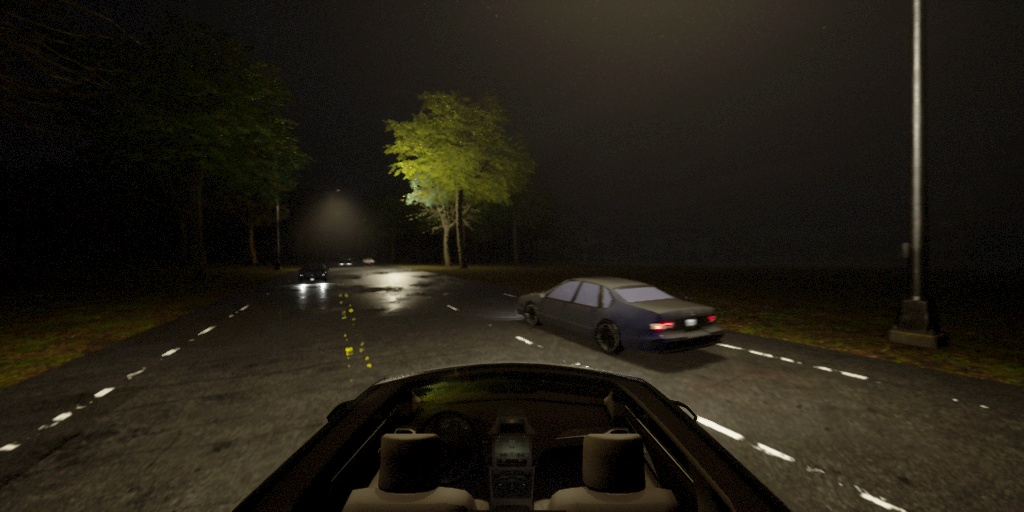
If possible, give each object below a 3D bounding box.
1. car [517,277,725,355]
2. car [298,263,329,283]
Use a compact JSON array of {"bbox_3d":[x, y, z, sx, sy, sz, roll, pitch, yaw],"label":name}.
[{"bbox_3d":[2.053,1.212,8.582,2.033,1.411,5.357,-1,1,-26],"label":"car"},{"bbox_3d":[-14.932,1.212,27.129,2.033,1.411,5.357,-1,1,-26],"label":"car"}]
